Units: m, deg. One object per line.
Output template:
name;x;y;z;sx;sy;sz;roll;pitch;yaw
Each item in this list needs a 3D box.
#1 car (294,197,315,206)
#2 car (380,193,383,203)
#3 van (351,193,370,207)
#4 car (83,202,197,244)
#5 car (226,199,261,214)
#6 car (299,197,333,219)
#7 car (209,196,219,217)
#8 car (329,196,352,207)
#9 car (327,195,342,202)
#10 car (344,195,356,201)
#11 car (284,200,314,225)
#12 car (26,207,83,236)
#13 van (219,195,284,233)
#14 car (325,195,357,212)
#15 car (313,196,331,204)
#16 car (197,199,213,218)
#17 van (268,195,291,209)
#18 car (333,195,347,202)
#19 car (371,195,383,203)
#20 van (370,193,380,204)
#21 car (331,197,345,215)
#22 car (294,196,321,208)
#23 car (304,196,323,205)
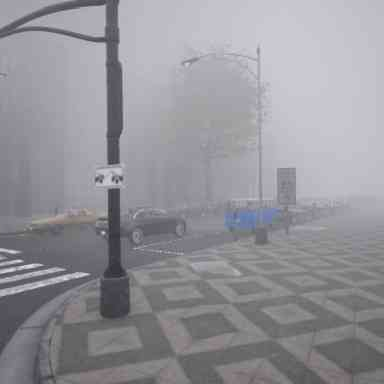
car;18.035;1.492;53.328;1.947;1.339;4.313;-1;0;36
car;31.947;1.275;58.067;1.752;1.417;4.829;-1;-1;36
van;22.359;1.128;44.749;1.690;1.788;3.998;-1;0;36
car;-2.170;1.429;15.395;2.128;1.511;4.902;-1;-1;36
car;5.678;1.529;36.157;2.008;1.369;4.403;-1;0;36
car;9.713;1.386;27.173;1.887;1.381;4.507;-1;0;36
car;2.585;1.307;31.866;2.192;1.841;5.009;-1;0;36
car;21.799;1.376;48.698;2.033;1.411;5.357;-1;-1;36
car;29.981;1.433;69.927;2.008;1.369;4.403;-1;-1;36
car;39.521;1.401;83.184;2.008;1.369;4.403;-1;-1;36
car;6.552;1.422;22.779;1.947;1.339;4.313;-1;0;36
car;-6.786;1.564;18.849;1.752;1.417;4.829;-1;0;36
van;3.387;1.213;18.387;1.690;1.788;3.998;-1;0;36
car;16.038;1.363;35.960;2.008;1.369;4.403;-1;0;36
car;24.214;1.454;61.914;2.008;1.369;4.403;-1;-1;36
car;-0.501;1.552;27.571;1.887;1.381;4.507;-1;0;36
van;11.853;1.293;44.744;1.690;1.788;3.998;-1;0;36
car;33.161;1.416;74.346;1.887;1.381;4.507;-1;-1;36
car;35.010;1.304;62.323;1.947;1.339;4.313;-1;-1;36
van;28.683;1.103;53.537;1.690;1.788;3.998;-1;-1;36
car;12.876;1.408;31.567;1.802;1.307;4.206;-1;0;36
car;15.957;1.387;45.718;2.128;1.511;4.902;-1;-1;36
car;21.025;1.440;57.484;1.752;1.417;4.829;-1;-1;36
